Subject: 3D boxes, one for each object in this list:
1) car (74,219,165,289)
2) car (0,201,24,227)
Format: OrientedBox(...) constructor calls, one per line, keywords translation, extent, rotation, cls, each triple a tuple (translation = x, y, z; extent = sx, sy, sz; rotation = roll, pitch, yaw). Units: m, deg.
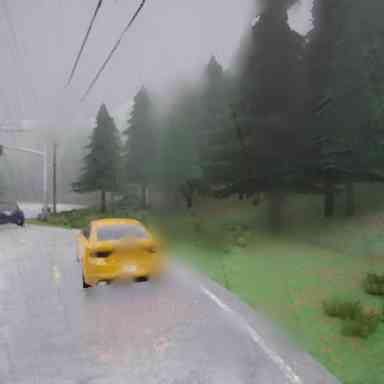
OrientedBox(translation=(-2.232, 1.497, 9.487), extent=(1.882, 1.535, 5.008), rotation=(0, 0, -21), cls="car")
OrientedBox(translation=(-13.077, 1.402, 22.222), extent=(4.553, 1.767, 2.097), rotation=(0, 0, 42), cls="car")
